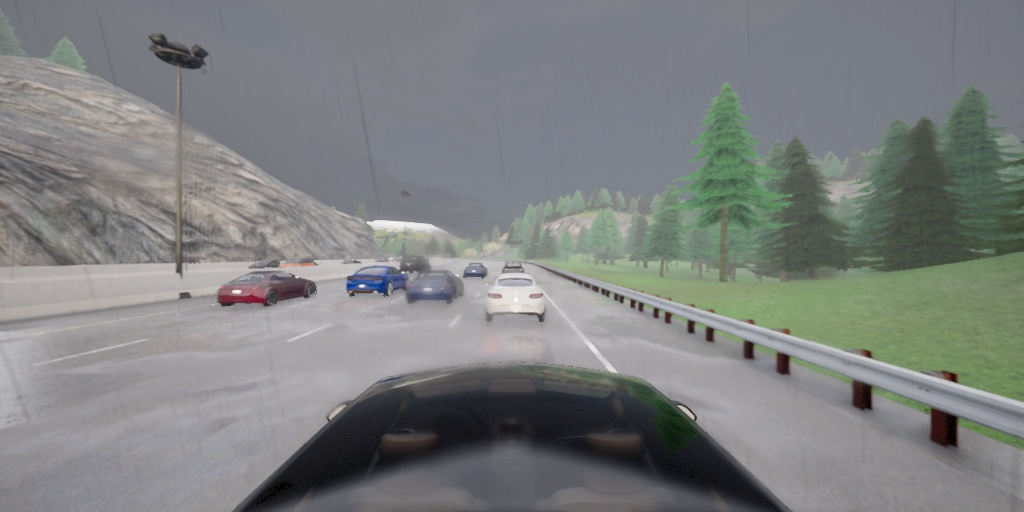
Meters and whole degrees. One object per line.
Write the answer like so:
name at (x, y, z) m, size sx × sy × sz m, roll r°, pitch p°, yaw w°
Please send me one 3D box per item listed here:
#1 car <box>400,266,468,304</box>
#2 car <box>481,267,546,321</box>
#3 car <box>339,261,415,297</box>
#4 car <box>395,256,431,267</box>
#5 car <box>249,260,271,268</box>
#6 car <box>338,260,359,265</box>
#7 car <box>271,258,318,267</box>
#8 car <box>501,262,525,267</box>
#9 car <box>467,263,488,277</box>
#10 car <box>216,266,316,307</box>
car at (-3.392, 1.318, 16.453) m, size 1.994 × 1.385 × 4.181 m, roll 0°, pitch 0°, yaw 0°
car at (0.104, 1.279, 12.346) m, size 1.812 × 1.442 × 4.674 m, roll 0°, pitch 0°, yaw 0°
car at (-6.895, 1.233, 18.945) m, size 1.882 × 1.535 × 5.008 m, roll 0°, pitch 0°, yaw 0°
car at (-10.385, 0.983, 38.786) m, size 2.150 × 2.045 × 5.566 m, roll 0°, pitch 0°, yaw 0°
car at (-31.552, 1.268, 46.208) m, size 1.837 × 1.490 × 4.892 m, roll 0°, pitch 0°, yaw 0°
car at (-21.063, 1.266, 46.397) m, size 1.837 × 1.490 × 4.892 m, roll 0°, pitch 0°, yaw 0°
car at (-24.568, 1.113, 40.867) m, size 2.097 × 1.767 × 4.553 m, roll 0°, pitch 0°, yaw 0°
car at (0.109, 1.250, 30.054) m, size 2.128 × 1.511 × 4.902 m, roll 0°, pitch 0°, yaw 0°
car at (-3.389, 1.324, 33.877) m, size 1.994 × 1.385 × 4.181 m, roll 0°, pitch 0°, yaw 0°
car at (-10.396, 1.318, 15.557) m, size 1.994 × 1.385 × 4.181 m, roll 0°, pitch 0°, yaw 0°
